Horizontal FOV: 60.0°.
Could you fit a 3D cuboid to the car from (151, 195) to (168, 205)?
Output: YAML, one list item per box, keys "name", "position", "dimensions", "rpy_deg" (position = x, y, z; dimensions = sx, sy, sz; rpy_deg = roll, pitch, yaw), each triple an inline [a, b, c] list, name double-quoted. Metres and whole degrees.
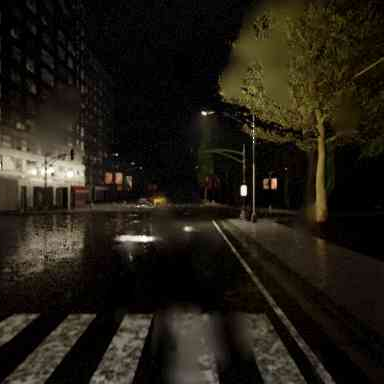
- name: "car"
  position: [-6.423, 1.836, 66.201]
  dimensions: [1.882, 1.535, 5.008]
  rpy_deg: [0, -1, 0]

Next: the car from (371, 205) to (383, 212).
- name: "car"
  position: [41.697, 3.811, 74.703]
  dimensions: [1.837, 1.490, 4.892]
  rpy_deg: [0, -3, 45]

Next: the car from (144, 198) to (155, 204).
- name: "car"
  position: [-9.661, 2.030, 75.739]
  dimensions: [1.994, 1.385, 4.181]
  rpy_deg: [0, -1, 0]

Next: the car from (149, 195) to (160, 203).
- name: "car"
  position: [-9.648, 1.844, 86.145]
  dimensions: [2.150, 2.045, 5.566]
  rpy_deg: [0, -1, 0]

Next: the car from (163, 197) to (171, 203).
- name: "car"
  position: [-6.398, 2.147, 86.404]
  dimensions: [1.812, 1.442, 4.674]
  rpy_deg: [0, -1, 0]

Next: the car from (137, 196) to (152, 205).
- name: "car"
  position: [-9.673, 1.919, 65.871]
  dimensions: [1.994, 1.385, 4.181]
  rpy_deg: [0, -1, 0]

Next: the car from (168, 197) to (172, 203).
- name: "car"
  position: [-6.411, 2.023, 76.201]
  dimensions: [2.033, 1.411, 5.357]
  rpy_deg: [0, -1, 0]
